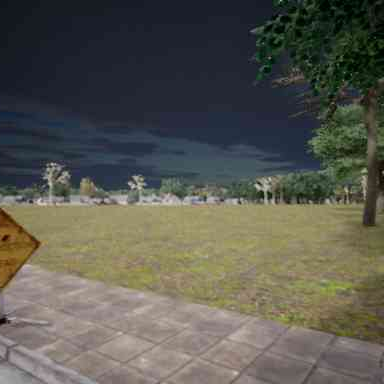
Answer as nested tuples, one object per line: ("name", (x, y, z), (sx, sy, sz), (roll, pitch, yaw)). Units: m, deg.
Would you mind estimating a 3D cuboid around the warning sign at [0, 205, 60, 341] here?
("warning sign", (-2.985, 1.170, 5.183), (1.060, 1.860, 1.300), (-2, 0, 36))
